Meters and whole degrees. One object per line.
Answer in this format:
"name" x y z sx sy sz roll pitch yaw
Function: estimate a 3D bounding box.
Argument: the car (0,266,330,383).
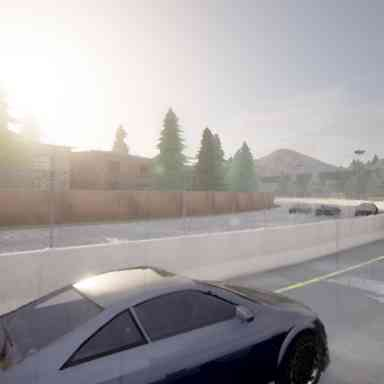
"car" -0.328 1.586 3.732 4.181 1.385 1.994 1 0 -37

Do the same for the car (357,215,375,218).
"car" 17.993 1.831 34.088 1.882 1.535 5.008 0 0 32
